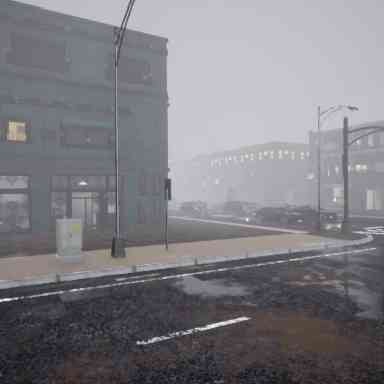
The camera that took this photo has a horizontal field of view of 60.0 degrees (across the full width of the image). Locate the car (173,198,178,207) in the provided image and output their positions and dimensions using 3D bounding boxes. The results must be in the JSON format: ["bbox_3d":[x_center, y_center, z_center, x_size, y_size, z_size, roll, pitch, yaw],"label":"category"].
[{"bbox_3d":[-0.297,1.971,45.044,1.812,1.442,4.674,-1,0,-29],"label":"car"}]

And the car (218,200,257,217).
[{"bbox_3d":[5.152,1.671,35.326,2.097,1.767,4.553,-1,0,-29],"label":"car"}]

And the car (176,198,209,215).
[{"bbox_3d":[0.238,1.847,38.759,1.967,1.590,4.097,-1,0,-29],"label":"car"}]

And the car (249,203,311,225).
[{"bbox_3d":[6.938,1.814,26.605,1.947,1.339,4.313,-1,0,-29],"label":"car"}]

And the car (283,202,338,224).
[{"bbox_3d":[9.706,1.776,27.233,1.994,1.385,4.181,-1,0,-29],"label":"car"}]

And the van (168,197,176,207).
[{"bbox_3d":[-3.316,1.908,62.166,1.690,1.788,3.998,-1,0,-29],"label":"van"}]

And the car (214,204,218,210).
[{"bbox_3d":[4.831,1.967,47.693,1.802,1.307,4.206,-1,0,-29],"label":"car"}]

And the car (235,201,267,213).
[{"bbox_3d":[7.544,1.904,42.869,1.802,1.307,4.206,-1,0,-29],"label":"car"}]

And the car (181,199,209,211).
[{"bbox_3d":[0.371,1.938,50.351,1.882,1.535,5.008,-1,0,-29],"label":"car"}]
